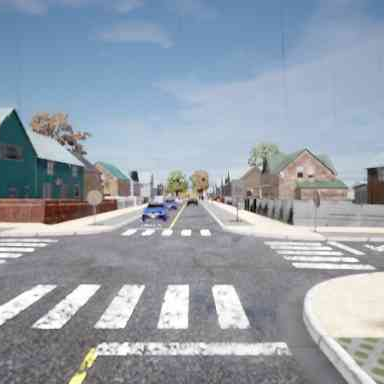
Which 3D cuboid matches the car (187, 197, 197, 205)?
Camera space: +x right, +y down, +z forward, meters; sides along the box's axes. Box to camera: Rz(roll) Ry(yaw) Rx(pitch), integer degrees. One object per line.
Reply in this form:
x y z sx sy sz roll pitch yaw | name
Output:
0.054 1.715 66.341 1.882 1.535 5.008 0 0 0 | car

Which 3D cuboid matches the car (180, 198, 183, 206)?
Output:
-2.700 1.759 60.509 1.812 1.442 4.674 0 0 0 | car

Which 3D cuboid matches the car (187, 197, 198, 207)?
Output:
0.096 1.662 56.094 1.837 1.490 4.892 0 0 1 | car

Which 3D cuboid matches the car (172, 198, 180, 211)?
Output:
-2.810 1.596 42.327 1.812 1.442 4.674 0 0 0 | car

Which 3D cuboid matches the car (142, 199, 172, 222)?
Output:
-2.827 1.539 26.433 1.812 1.442 4.674 0 0 0 | car
